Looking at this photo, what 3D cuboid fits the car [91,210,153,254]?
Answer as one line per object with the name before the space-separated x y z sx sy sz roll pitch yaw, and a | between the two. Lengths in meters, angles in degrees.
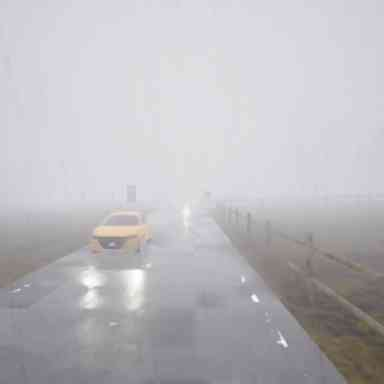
car | -2.853 1.596 14.364 1.882 1.535 5.008 0 0 0
